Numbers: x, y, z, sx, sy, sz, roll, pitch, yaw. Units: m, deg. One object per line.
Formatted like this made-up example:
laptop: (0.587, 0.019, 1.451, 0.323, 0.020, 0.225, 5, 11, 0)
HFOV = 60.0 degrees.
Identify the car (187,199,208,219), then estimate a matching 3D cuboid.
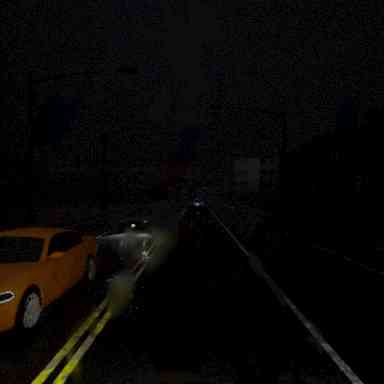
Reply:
car: (0.546, 1.727, 32.229, 2.128, 1.511, 4.902, 0, 0, 1)

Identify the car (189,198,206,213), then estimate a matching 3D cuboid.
car: (0.690, 1.665, 42.892, 2.097, 1.767, 4.553, 0, 0, 1)

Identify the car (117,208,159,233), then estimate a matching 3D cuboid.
car: (-3.256, 1.715, 20.680, 1.994, 1.385, 4.181, 0, 0, 2)

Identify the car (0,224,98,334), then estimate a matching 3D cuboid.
car: (-3.514, 1.529, 7.068, 1.882, 1.535, 5.008, 0, -1, 1)
